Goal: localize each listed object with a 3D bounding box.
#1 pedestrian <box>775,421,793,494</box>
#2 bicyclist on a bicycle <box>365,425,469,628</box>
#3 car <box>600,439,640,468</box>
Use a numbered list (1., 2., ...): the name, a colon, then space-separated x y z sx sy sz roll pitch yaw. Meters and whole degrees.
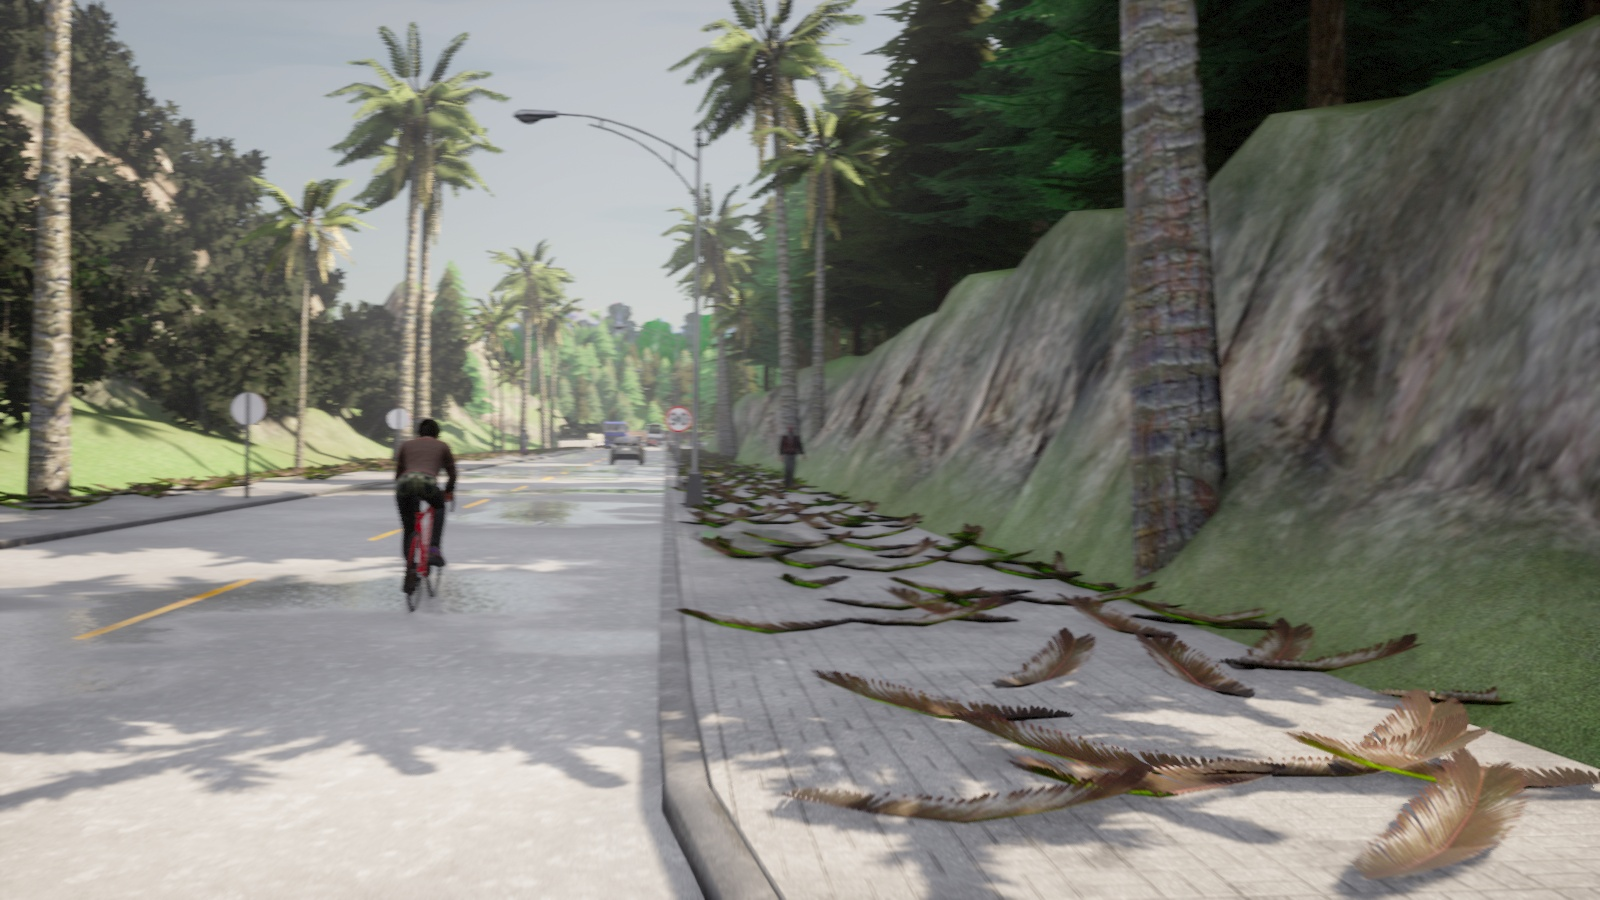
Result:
1. pedestrian: -0.407 0.178 32.246 0.376 1.854 0.720 0 0 -7
2. bicyclist on a bicycle: -3.288 0.612 10.907 0.582 1.620 1.656 0 0 -7
3. car: -9.777 0.160 68.548 2.007 1.525 4.514 0 0 -6
